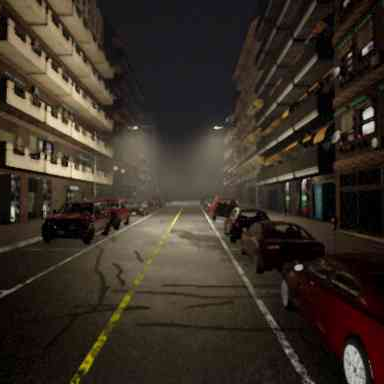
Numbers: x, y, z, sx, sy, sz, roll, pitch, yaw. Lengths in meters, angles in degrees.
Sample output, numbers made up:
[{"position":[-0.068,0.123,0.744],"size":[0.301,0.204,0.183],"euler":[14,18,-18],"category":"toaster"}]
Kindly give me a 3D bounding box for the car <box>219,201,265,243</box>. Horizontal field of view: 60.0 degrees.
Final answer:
[{"position":[2.597,1.449,15.916],"size":[1.967,1.590,4.097],"euler":[1,0,0],"category":"car"}]

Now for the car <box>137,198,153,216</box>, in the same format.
[{"position":[-5.290,1.594,32.571],"size":[1.947,1.339,4.313],"euler":[1,0,0],"category":"car"}]

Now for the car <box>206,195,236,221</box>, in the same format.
[{"position":[2.561,1.335,26.978],"size":[2.192,1.841,5.009],"euler":[1,0,0],"category":"car"}]

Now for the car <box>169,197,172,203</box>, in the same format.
[{"position":[-5.284,1.724,71.285],"size":[1.802,1.307,4.206],"euler":[1,0,0],"category":"car"}]

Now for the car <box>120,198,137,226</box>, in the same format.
[{"position":[-5.286,1.329,21.508],"size":[2.192,1.841,5.009],"euler":[1,0,0],"category":"car"}]

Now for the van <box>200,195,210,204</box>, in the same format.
[{"position":[2.566,1.460,65.699],"size":[1.690,1.788,3.998],"euler":[1,0,0],"category":"van"}]

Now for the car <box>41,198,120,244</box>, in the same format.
[{"position":[-5.288,1.324,15.978],"size":[2.192,1.841,5.009],"euler":[1,0,0],"category":"car"}]

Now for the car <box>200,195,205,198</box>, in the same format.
[{"position":[2.566,1.414,60.167],"size":[2.192,1.841,5.009],"euler":[1,0,0],"category":"car"}]

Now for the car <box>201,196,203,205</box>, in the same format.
[{"position":[2.559,1.647,49.104],"size":[1.802,1.307,4.206],"euler":[1,0,0],"category":"car"}]

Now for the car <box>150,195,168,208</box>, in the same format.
[{"position":[-5.282,1.380,49.161],"size":[2.192,1.841,5.009],"euler":[1,0,0],"category":"car"}]

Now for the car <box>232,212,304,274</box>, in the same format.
[{"position":[2.586,1.549,10.384],"size":[1.887,1.381,4.507],"euler":[1,0,0],"category":"car"}]

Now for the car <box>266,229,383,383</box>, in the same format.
[{"position":[2.585,1.546,4.854],"size":[1.887,1.381,4.507],"euler":[1,0,0],"category":"car"}]

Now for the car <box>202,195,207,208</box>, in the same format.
[{"position":[2.559,1.479,38.041],"size":[1.967,1.590,4.097],"euler":[1,0,0],"category":"car"}]
